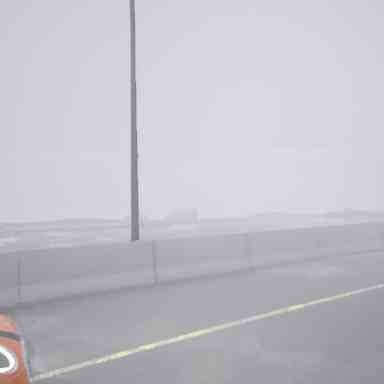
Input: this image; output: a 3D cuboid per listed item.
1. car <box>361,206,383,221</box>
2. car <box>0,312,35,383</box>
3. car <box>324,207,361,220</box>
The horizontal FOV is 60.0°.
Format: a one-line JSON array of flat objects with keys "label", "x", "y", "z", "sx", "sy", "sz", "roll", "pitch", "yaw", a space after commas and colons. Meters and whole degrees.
[{"label": "car", "x": 19.692, "y": 2.044, "z": 32.950, "sx": 5.008, "sy": 1.535, "sz": 1.882, "roll": 0, "pitch": -2, "yaw": -21}, {"label": "car", "x": -3.752, "y": 1.501, "z": 2.578, "sx": 4.553, "sy": 1.767, "sz": 2.097, "roll": 0, "pitch": -2, "yaw": -34}, {"label": "car", "x": 16.467, "y": 2.294, "z": 35.462, "sx": 4.718, "sy": 1.301, "sz": 1.895, "roll": 0, "pitch": -2, "yaw": -22}]
